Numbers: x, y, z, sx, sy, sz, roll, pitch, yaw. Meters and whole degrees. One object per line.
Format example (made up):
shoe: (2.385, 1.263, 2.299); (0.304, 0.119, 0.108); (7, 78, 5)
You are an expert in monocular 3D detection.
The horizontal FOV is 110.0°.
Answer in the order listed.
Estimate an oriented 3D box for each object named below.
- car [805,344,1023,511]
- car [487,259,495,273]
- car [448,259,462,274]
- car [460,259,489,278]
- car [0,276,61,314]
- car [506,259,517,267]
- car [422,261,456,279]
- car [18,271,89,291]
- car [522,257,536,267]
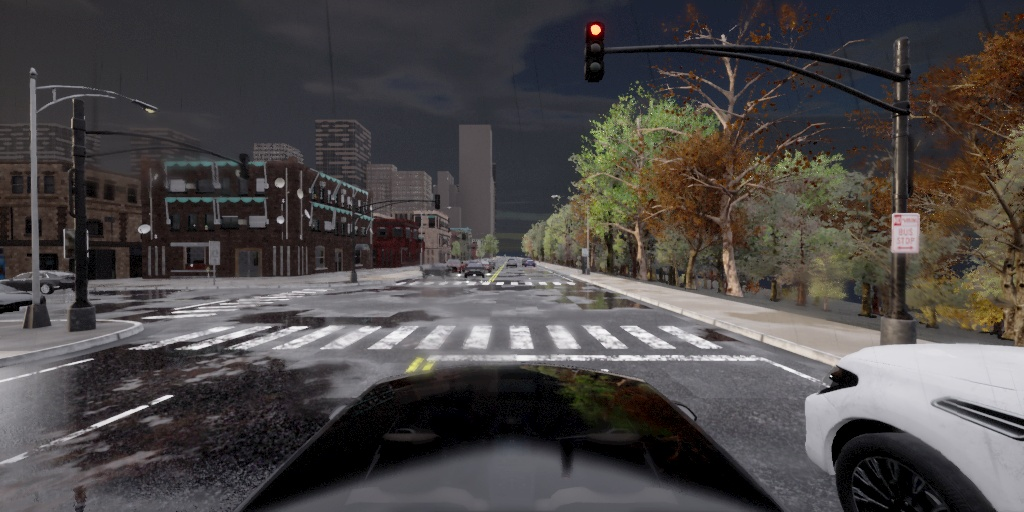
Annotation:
car: (3.356, 0.972, 0.374); (2.150, 2.045, 5.566); (0, 0, 0)
car: (-3.434, 1.261, 43.328); (1.812, 1.442, 4.674); (0, 0, 0)
car: (-6.681, 1.089, 41.560); (2.097, 1.767, 4.553); (0, 0, 0)
car: (-3.446, 1.287, 33.865); (2.033, 1.411, 5.357); (0, 0, -4)
car: (-19.973, 1.565, 13.123); (4.313, 1.339, 1.948); (0, 0, 0)
car: (-0.054, 1.290, 64.107); (1.994, 1.385, 4.181); (0, 0, 0)
car: (-6.678, 1.341, 32.475); (1.895, 1.301, 4.718); (0, 0, 0)
car: (-28.326, 1.560, 21.616); (4.403, 1.370, 2.007); (0, 0, 0)
car: (3.204, 1.252, 64.077); (1.812, 1.442, 4.674); (0, 0, 0)
